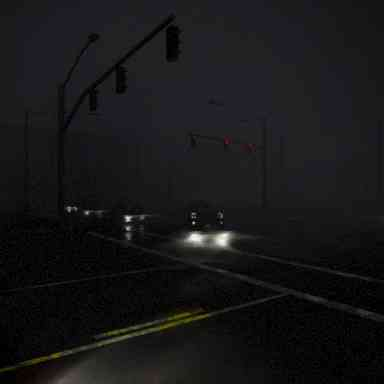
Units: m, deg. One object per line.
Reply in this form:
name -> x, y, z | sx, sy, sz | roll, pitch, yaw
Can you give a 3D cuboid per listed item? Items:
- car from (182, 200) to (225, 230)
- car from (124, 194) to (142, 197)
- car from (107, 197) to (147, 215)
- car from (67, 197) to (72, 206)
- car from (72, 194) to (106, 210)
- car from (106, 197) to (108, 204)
car -> 0.612, 1.351, 21.126 | 2.097, 1.767, 4.553 | 0, 0, -8
car -> -13.677, 1.524, 72.541 | 1.812, 1.442, 4.674 | 0, 0, 30
car -> -6.645, 1.525, 33.982 | 1.812, 1.442, 4.674 | 0, 0, -36
car -> -19.340, 1.491, 54.824 | 2.128, 1.511, 4.902 | 0, 0, -12
car -> -13.681, 1.223, 43.846 | 2.150, 2.045, 5.566 | 0, 0, -34
car -> -16.505, 1.601, 62.713 | 1.895, 1.301, 4.718 | 0, 0, 3
